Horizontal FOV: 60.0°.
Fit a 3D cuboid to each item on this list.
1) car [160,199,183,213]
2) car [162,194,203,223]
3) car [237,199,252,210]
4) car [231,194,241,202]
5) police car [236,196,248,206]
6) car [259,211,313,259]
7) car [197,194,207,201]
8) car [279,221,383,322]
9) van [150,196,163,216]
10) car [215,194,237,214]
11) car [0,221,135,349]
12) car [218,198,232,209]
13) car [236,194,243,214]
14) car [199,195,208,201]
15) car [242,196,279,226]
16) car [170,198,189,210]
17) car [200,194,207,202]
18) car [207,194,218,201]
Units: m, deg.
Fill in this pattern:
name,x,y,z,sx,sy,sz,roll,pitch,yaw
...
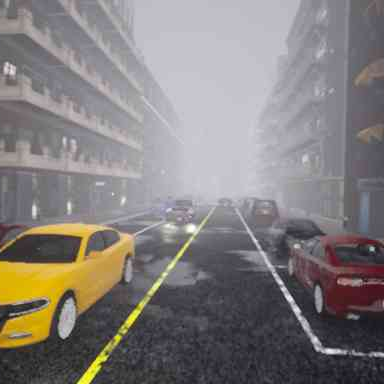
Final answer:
name,x,y,z,sx,sy,sz,roll,pitch,yaw
car,-2.126,1.491,36.112,1.802,1.307,4.206,1,0,6
car,-0.641,1.308,25.235,2.097,1.767,4.553,1,0,6
car,7.325,1.714,46.502,1.802,1.307,4.206,1,0,6
car,11.361,1.519,85.943,2.192,1.841,5.009,1,0,6
police car,9.229,1.593,61.935,1.930,1.638,5.238,1,0,6
car,3.867,1.646,12.695,1.947,1.339,4.313,1,0,6
car,2.453,1.428,81.192,1.967,1.590,4.097,1,0,6
car,3.326,1.617,7.401,1.887,1.381,4.507,1,0,6
van,-2.699,1.241,30.478,1.690,1.788,3.998,1,0,6
car,3.714,1.403,36.825,2.097,1.767,4.553,1,0,6
car,-2.566,1.407,6.583,1.882,1.535,5.008,1,0,6
car,4.948,1.673,49.096,1.895,1.301,4.718,1,0,6
car,6.175,1.429,35.233,2.192,1.841,5.009,1,0,6
car,3.028,1.564,86.827,1.947,1.339,4.313,1,0,6
car,5.022,1.411,23.963,2.192,1.841,5.009,1,0,6
car,-1.553,1.500,41.747,1.802,1.307,4.206,1,0,6
car,1.878,1.292,75.558,2.192,1.841,5.009,1,0,6
car,4.813,1.223,77.664,2.128,1.511,4.902,1,0,6
